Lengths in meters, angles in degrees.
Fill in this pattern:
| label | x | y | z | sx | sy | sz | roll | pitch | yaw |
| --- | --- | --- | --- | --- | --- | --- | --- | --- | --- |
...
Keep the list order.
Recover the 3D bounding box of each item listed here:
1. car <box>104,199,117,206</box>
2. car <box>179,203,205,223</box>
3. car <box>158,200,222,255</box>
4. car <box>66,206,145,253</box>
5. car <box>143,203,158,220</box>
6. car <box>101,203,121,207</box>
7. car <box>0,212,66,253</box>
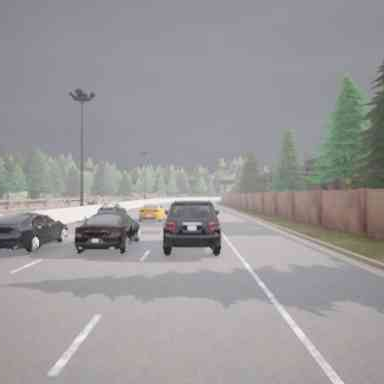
| label | x | y | z | sx | sy | sz | roll | pitch | yaw |
| --- | --- | --- | --- | --- | --- | --- | --- | --- | --- |
| car | -17.485 | 2.200 | 71.592 | 1.812 | 1.442 | 4.674 | 0 | -1 | 0 |
| car | 0.011 | 1.770 | 29.293 | 2.128 | 1.511 | 4.902 | 0 | 0 | 0 |
| car | 0.005 | 1.350 | 14.018 | 2.150 | 2.045 | 5.566 | 0 | 0 | 0 |
| car | -3.491 | 1.616 | 14.484 | 1.882 | 1.535 | 5.008 | 0 | 0 | 0 |
| car | -3.488 | 1.757 | 29.475 | 1.882 | 1.535 | 5.008 | 0 | 0 | 0 |
| car | -6.989 | 1.770 | 29.296 | 2.128 | 1.511 | 4.902 | 0 | 0 | 0 |
| car | -6.992 | 1.644 | 14.314 | 1.837 | 1.490 | 4.892 | 0 | 0 | 0 |
